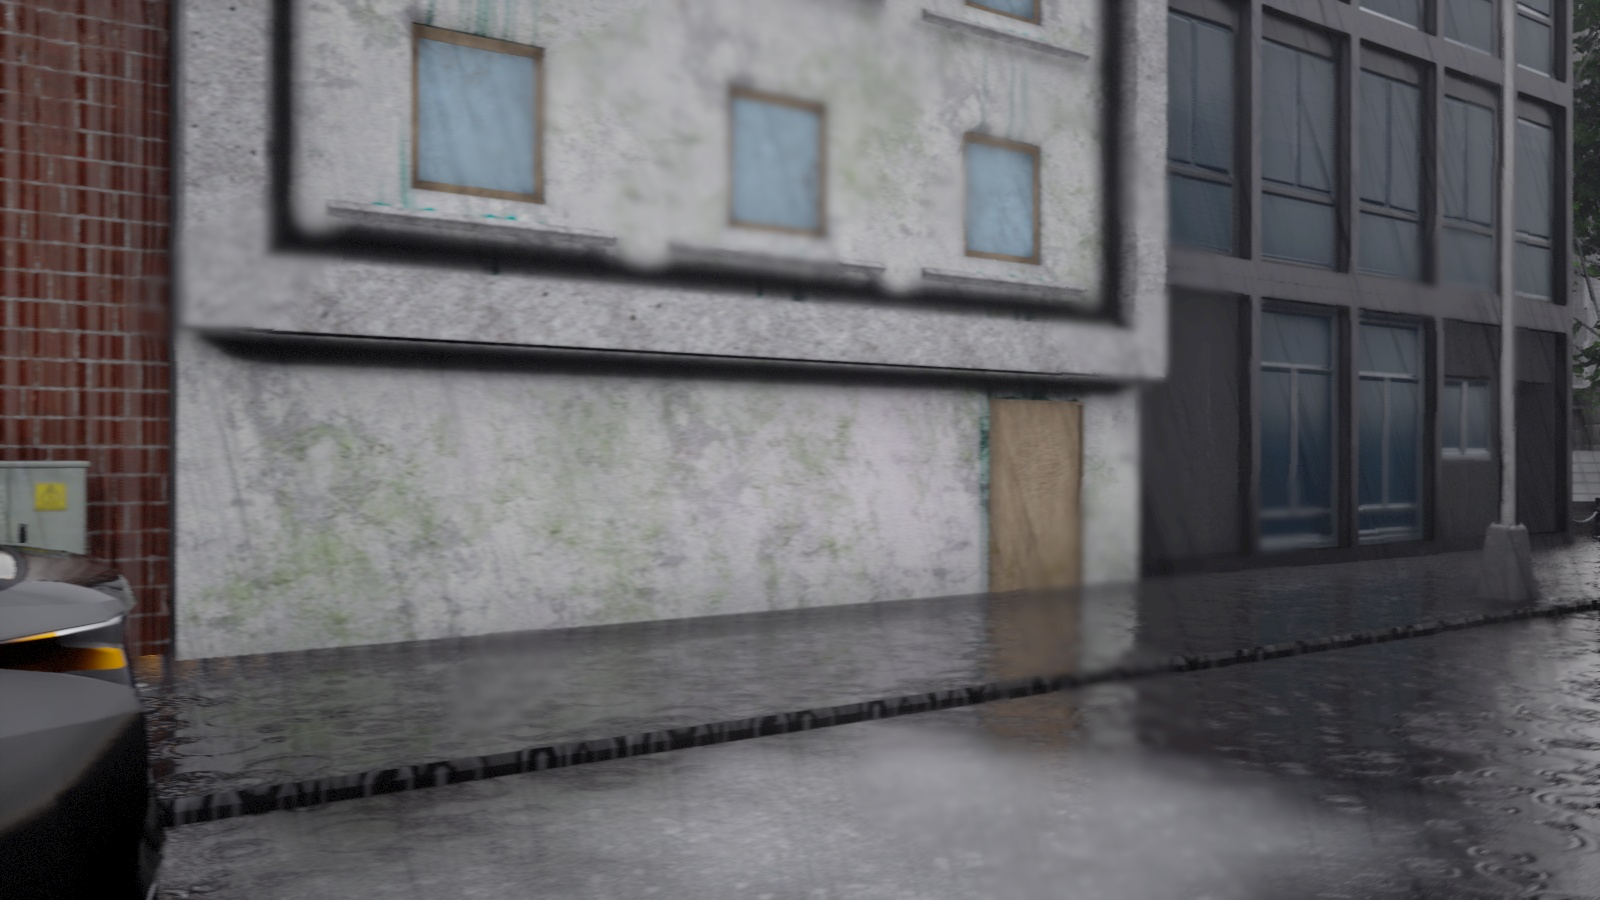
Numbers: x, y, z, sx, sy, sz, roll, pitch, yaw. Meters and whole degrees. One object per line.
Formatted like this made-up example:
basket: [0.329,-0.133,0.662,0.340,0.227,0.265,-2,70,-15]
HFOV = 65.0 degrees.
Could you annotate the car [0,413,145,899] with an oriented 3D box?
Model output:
car: [-3.590,0.704,1.767,4.514,1.525,2.007,0,0,-35]
